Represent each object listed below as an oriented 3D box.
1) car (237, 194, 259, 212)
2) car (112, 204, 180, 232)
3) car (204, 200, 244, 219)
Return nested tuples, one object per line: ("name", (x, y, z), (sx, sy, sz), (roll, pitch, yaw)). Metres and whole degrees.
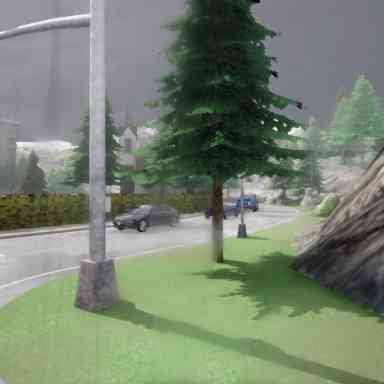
("car", (6.525, 1.226, 38.800), (2.150, 2.045, 5.566), (0, 0, 16))
("car", (-2.651, 1.509, 20.334), (1.837, 1.490, 4.892), (0, 0, 35))
("car", (2.726, 1.605, 29.122), (1.895, 1.301, 4.718), (0, 0, 26))
